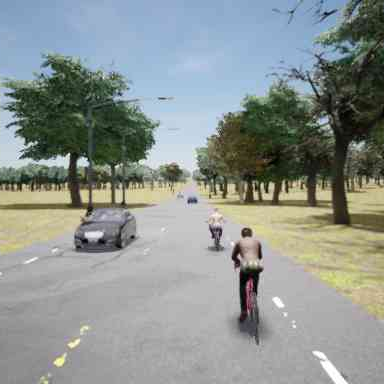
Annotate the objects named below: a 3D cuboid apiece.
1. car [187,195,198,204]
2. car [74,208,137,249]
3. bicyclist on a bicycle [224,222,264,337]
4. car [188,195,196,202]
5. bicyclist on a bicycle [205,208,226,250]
[{"bbox_3d":[0.100,1.429,64.814,1.882,1.535,5.008,0,0,0],"label":"car"},{"bbox_3d":[-3.600,1.478,14.565,2.128,1.511,4.902,0,0,0],"label":"car"},{"bbox_3d":[0.963,1.446,5.702,0.582,1.620,1.656,0,0,0],"label":"bicyclist on a bicycle"},{"bbox_3d":[-0.001,1.378,75.870,1.882,1.535,5.008,0,0,0],"label":"car"},{"bbox_3d":[0.962,1.424,13.218,0.866,1.612,1.509,0,0,0],"label":"bicyclist on a bicycle"}]
